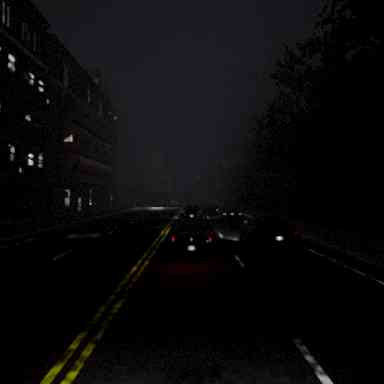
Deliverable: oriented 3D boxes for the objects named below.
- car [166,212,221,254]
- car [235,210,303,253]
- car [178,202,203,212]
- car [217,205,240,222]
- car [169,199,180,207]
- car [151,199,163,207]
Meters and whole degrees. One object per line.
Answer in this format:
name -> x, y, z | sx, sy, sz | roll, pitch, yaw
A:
car -> -0.012, 1.735, 14.101 | 1.895, 1.301, 4.718 | 0, -1, 0
car -> 3.240, 1.700, 14.290 | 1.994, 1.385, 4.181 | 0, -1, 0
car -> -0.023, 1.807, 29.373 | 1.812, 1.442, 4.674 | 0, 0, 0
car -> 3.222, 1.825, 28.985 | 2.033, 1.411, 5.357 | 0, -1, 0
car -> -3.339, 2.146, 64.084 | 1.812, 1.442, 4.674 | 0, -1, 1
car -> -6.600, 2.119, 63.683 | 2.128, 1.511, 4.902 | 0, -1, 1
